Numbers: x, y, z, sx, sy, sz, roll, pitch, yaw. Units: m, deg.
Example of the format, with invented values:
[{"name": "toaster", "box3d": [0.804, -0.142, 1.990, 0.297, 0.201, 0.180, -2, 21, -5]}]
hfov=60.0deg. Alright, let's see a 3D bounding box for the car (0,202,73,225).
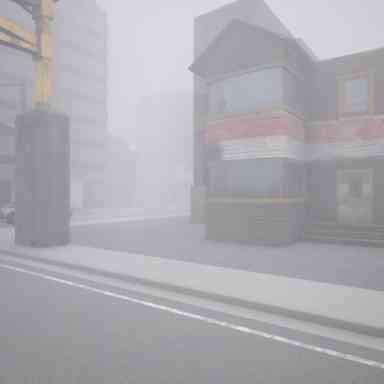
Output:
[{"name": "car", "box3d": [-10.705, 1.452, 23.515, 2.038, 1.542, 4.974, 0, 0, 16]}]
